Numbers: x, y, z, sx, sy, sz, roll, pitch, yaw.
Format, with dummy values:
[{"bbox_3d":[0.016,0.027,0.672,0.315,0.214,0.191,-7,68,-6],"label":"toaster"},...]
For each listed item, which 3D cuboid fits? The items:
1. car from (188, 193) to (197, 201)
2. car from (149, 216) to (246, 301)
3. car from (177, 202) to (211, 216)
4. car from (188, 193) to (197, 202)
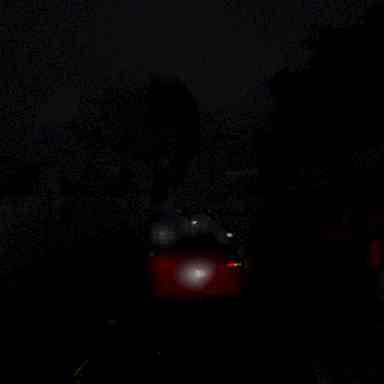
[{"bbox_3d":[0.151,1.254,83.989,2.150,2.045,5.566,0,-1,0],"label":"car"},{"bbox_3d":[0.115,1.516,8.291,1.994,1.385,4.181,0,0,0],"label":"car"},{"bbox_3d":[0.131,1.477,18.512,1.994,1.385,4.181,0,0,0],"label":"car"},{"bbox_3d":[0.133,1.558,73.534,1.837,1.490,4.892,0,0,0],"label":"car"}]
